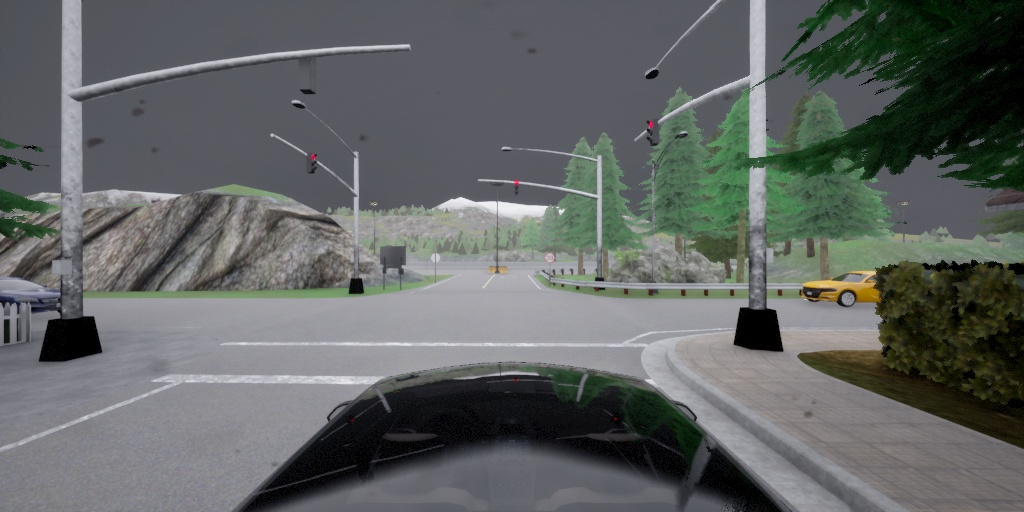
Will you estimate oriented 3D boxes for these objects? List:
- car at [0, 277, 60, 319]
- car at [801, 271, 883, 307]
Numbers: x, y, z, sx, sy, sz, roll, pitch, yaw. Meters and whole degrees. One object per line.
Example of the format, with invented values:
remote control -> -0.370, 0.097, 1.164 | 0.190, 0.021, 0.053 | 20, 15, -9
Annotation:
car -> -18.279, 1.467, 12.689 | 4.674, 1.442, 1.812 | 0, 0, 0
car -> 15.954, 1.419, 16.204 | 5.008, 1.535, 1.882 | 0, 0, 0
